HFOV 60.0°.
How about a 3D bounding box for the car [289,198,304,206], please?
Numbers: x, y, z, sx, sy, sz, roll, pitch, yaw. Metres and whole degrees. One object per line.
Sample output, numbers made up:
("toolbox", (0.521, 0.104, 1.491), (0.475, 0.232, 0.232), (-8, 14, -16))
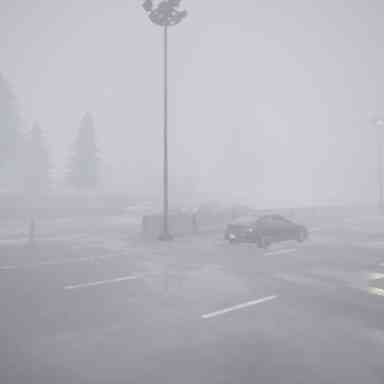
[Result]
("car", (21.050, 1.969, 66.913), (2.097, 1.767, 4.553), (0, -1, 32))

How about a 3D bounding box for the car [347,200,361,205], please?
("car", (30.114, 2.092, 61.612), (1.994, 1.385, 4.181), (0, -1, 32))

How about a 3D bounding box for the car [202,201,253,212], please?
("car", (3.570, 1.780, 29.653), (4.902, 1.511, 2.128), (0, -1, -43))

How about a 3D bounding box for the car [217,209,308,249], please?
("car", (3.458, 1.672, 15.310), (4.674, 1.442, 1.812), (0, 0, -40))

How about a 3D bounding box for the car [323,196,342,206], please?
("car", (27.057, 1.788, 63.325), (2.150, 2.045, 5.566), (0, -1, 32))

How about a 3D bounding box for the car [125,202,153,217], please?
("car", (-4.833, 1.849, 36.190), (5.008, 1.535, 1.882), (1, -1, -42))

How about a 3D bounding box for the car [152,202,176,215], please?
("car", (-1.271, 1.841, 34.701), (4.902, 1.511, 2.128), (1, -1, -43))

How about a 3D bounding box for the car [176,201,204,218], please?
("car", (1.122, 1.670, 32.158), (4.553, 1.767, 2.097), (0, -1, -43))

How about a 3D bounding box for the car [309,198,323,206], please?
("car", (24.741, 1.950, 66.245), (2.097, 1.767, 4.553), (0, -1, 32))
